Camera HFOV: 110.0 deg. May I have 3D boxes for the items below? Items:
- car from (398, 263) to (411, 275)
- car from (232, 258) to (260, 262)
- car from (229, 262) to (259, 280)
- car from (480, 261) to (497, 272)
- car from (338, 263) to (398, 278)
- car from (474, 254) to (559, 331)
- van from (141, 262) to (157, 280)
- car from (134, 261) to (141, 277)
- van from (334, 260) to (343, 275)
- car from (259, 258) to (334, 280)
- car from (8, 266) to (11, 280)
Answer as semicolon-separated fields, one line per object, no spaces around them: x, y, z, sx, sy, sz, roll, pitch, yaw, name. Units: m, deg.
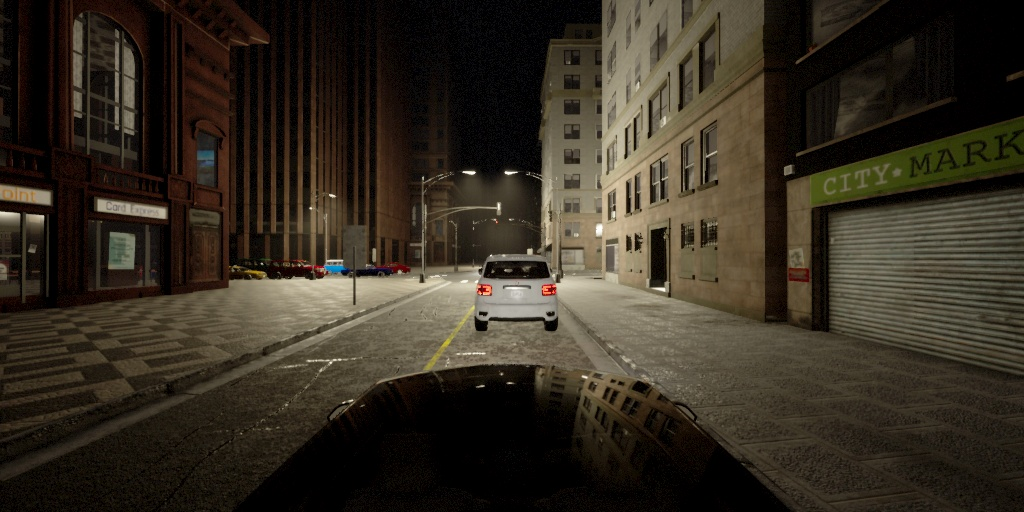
-13.960;1.477;41.288;4.507;1.381;1.888;0;0;0;car
-24.749;1.255;35.374;5.566;2.045;2.150;-1;0;0;car
-25.063;1.552;32.807;4.829;1.417;1.751;0;0;0;car
-3.069;1.352;47.542;1.895;1.301;4.718;0;0;0;car
-14.132;1.506;35.335;4.718;1.301;1.895;-1;0;0;car
0.104;0.974;11.090;2.150;2.045;5.566;0;0;0;car
-30.857;1.435;32.830;3.998;1.789;1.690;0;0;0;van
-38.468;1.419;35.450;5.566;2.045;2.150;0;0;0;car
-19.584;1.340;41.311;3.998;1.789;1.690;0;0;0;van
-19.609;1.273;32.785;5.009;1.841;2.192;0;0;0;car
-47.730;1.849;32.898;4.403;1.370;2.007;0;0;0;car
